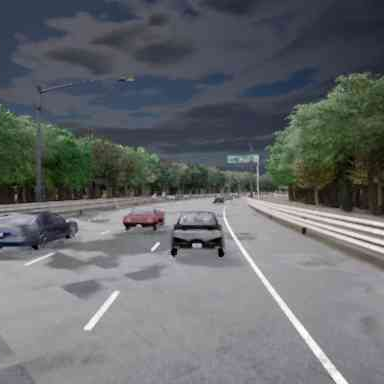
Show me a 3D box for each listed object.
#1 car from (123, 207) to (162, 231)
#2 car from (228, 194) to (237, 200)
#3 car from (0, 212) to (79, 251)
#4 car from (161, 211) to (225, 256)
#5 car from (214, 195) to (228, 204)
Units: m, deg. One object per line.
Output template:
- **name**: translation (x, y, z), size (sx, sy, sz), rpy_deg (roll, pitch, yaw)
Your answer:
- **car**: translation (-2.814, 1.597, 20.652), size (1.895, 1.301, 4.718), rpy_deg (0, 0, 3)
- **car**: translation (9.862, 1.465, 87.836), size (2.128, 1.511, 4.902), rpy_deg (0, 0, 13)
- **car**: translation (-6.618, 1.536, 14.110), size (2.033, 1.411, 5.357), rpy_deg (0, 0, 2)
- **car**: translation (0.248, 1.493, 13.060), size (2.128, 1.511, 4.902), rpy_deg (0, 0, 2)
- **car**: translation (5.412, 1.477, 64.785), size (1.837, 1.490, 4.892), rpy_deg (0, 0, 9)
